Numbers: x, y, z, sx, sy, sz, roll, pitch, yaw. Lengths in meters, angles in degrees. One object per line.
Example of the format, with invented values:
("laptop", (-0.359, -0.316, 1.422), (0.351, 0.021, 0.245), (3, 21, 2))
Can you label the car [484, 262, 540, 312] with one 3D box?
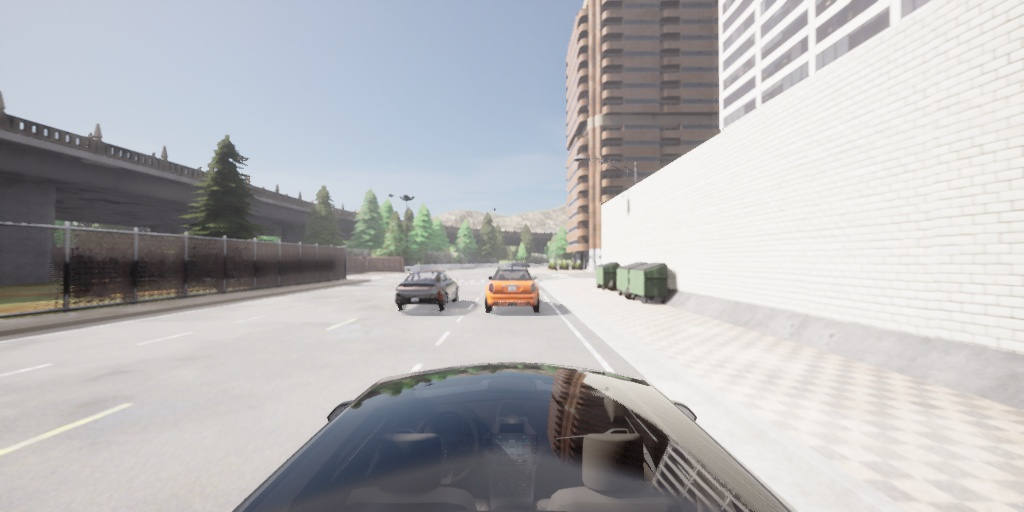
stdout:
("car", (0.028, 1.251, 15.251), (2.097, 1.767, 4.553), (0, -1, 0))

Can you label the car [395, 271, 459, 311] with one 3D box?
("car", (-3.472, 1.394, 15.329), (2.128, 1.511, 4.902), (0, 0, 1))
